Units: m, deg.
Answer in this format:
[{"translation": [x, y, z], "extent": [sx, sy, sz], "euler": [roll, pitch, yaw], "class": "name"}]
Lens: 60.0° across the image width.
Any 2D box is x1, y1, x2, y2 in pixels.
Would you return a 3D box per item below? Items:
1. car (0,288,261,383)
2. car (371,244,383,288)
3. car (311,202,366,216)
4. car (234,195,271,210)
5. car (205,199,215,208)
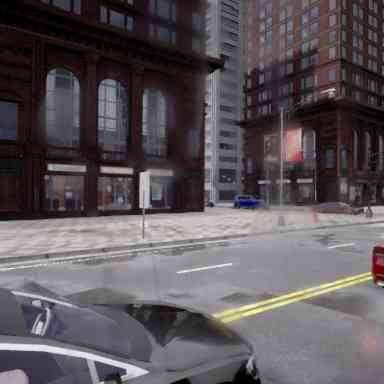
[{"translation": [-1.602, 1.492, 2.303], "extent": [4.902, 1.511, 2.128], "euler": [0, 0, -35], "class": "car"}, {"translation": [6.227, 1.488, 7.875], "extent": [5.008, 1.535, 1.882], "euler": [0, 0, -35], "class": "car"}, {"translation": [15.102, 1.710, 34.646], "extent": [2.033, 1.411, 5.357], "euler": [1, -1, -35], "class": "car"}, {"translation": [8.001, 1.442, 44.638], "extent": [2.150, 2.045, 5.566], "euler": [1, -1, -35], "class": "car"}, {"translation": [1.777, 1.832, 53.400], "extent": [1.994, 1.385, 4.181], "euler": [1, -1, -35], "class": "car"}]
